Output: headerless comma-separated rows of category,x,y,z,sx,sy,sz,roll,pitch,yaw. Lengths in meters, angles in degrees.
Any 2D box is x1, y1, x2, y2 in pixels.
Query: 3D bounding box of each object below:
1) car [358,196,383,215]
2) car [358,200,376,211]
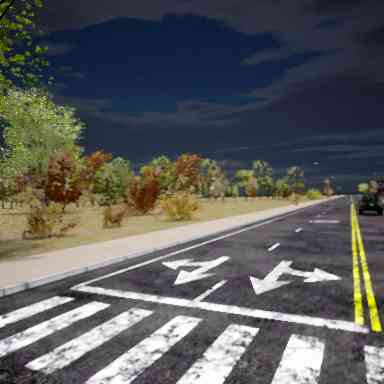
car,19.468,1.406,36.277,2.150,2.045,5.566,-1,-1,26
car,23.925,1.784,45.605,2.033,1.411,5.357,-1,-1,26
